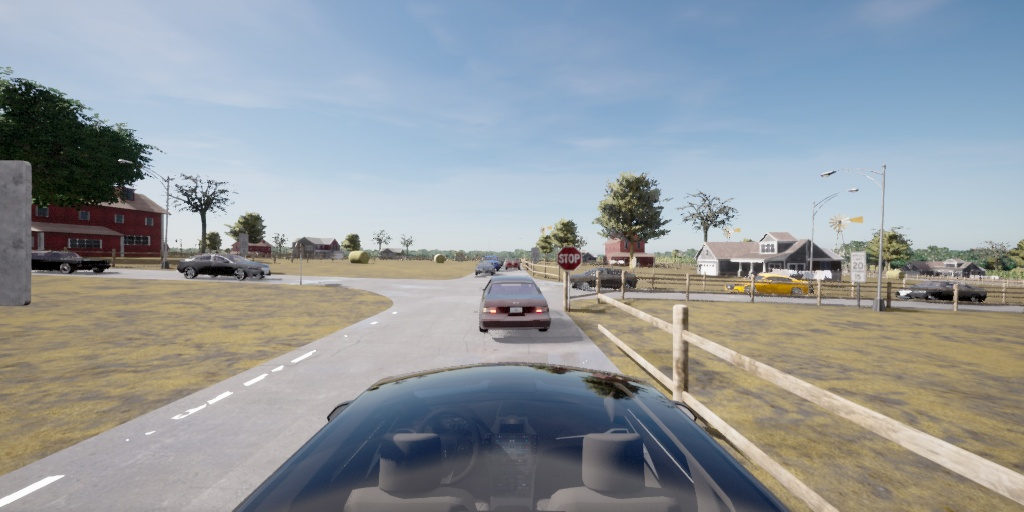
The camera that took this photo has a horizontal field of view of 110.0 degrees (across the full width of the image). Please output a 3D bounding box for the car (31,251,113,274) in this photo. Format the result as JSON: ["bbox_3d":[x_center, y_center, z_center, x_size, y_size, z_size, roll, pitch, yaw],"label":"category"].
[{"bbox_3d":[-27.348,0.366,21.619,4.718,1.301,1.895,2,0,0],"label":"car"}]

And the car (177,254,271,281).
[{"bbox_3d":[-17.245,0.630,21.623,4.902,1.511,2.128,2,0,0],"label":"car"}]

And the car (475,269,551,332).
[{"bbox_3d":[-0.029,1.299,10.822,2.033,1.411,5.357,0,0,-3],"label":"car"}]

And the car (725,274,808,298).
[{"bbox_3d":[17.386,1.962,24.598,5.008,1.535,1.882,2,0,0],"label":"car"}]

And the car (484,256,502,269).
[{"bbox_3d":[-2.813,0.991,48.314,2.150,2.045,5.566,0,0,0],"label":"car"}]

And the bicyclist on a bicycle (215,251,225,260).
[{"bbox_3d":[-22.604,0.406,27.605,0.582,1.620,1.656,2,0,0],"label":"bicyclist on a bicycle"}]

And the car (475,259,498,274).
[{"bbox_3d":[-2.831,1.289,38.351,1.812,1.442,4.674,0,0,0],"label":"car"}]

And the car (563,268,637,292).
[{"bbox_3d":[5.808,1.529,23.733,4.892,1.490,1.837,2,-1,-12],"label":"car"}]

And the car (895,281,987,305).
[{"bbox_3d":[29.325,2.458,24.602,4.902,1.511,2.128,2,0,0],"label":"car"}]

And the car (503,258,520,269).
[{"bbox_3d":[0.127,1.129,55.205,2.097,1.767,4.553,0,0,0],"label":"car"}]
